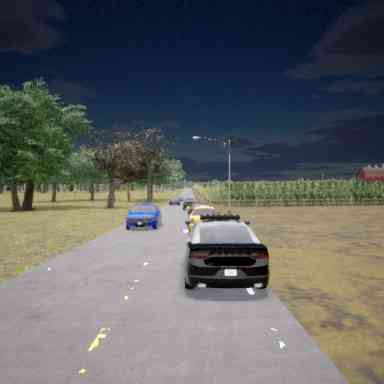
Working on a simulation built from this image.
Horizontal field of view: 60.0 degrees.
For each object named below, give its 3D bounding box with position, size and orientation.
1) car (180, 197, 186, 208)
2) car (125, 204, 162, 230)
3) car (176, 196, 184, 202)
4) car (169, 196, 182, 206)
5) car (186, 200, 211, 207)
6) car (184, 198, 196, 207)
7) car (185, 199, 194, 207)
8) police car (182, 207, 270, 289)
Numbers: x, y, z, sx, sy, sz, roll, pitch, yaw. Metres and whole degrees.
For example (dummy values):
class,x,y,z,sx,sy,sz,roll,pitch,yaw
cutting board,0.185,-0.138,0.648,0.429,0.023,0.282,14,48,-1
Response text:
class,x,y,z,sx,sy,sz,roll,pitch,yaw
car,-0.313,1.723,46.235,1.837,1.490,4.892,0,-1,0
car,-2.997,1.518,21.428,1.882,1.535,5.008,0,0,0
car,-3.419,1.997,95.311,1.882,1.535,5.008,0,0,0
car,-3.247,1.823,61.882,1.882,1.535,5.008,0,0,0
car,0.691,1.488,19.383,1.801,1.575,5.366,0,0,0
car,-0.421,1.879,60.059,2.033,1.411,5.357,0,0,0
car,0.650,1.537,25.197,1.882,1.535,5.008,0,0,0
police car,0.762,1.430,9.301,1.930,1.638,5.238,0,0,0
